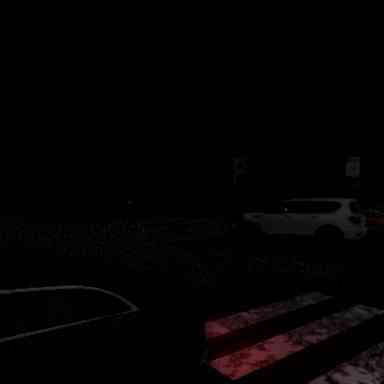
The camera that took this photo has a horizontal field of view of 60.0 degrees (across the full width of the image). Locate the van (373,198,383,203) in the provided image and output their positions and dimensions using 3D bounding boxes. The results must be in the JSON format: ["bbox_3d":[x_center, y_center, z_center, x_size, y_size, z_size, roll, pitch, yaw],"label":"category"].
[{"bbox_3d":[14.081,1.367,22.133,4.442,1.987,1.878,-1,-1,32],"label":"van"}]

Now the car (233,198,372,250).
[{"bbox_3d":[4.634,1.269,14.747,5.566,2.045,2.435,0,0,32],"label":"car"}]

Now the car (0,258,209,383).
[{"bbox_3d":[-2.144,1.473,3.068,4.902,1.511,2.128,0,0,-33],"label":"car"}]

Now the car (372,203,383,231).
[{"bbox_3d":[9.579,1.551,18.310,5.366,1.575,1.946,0,-1,32],"label":"car"}]
